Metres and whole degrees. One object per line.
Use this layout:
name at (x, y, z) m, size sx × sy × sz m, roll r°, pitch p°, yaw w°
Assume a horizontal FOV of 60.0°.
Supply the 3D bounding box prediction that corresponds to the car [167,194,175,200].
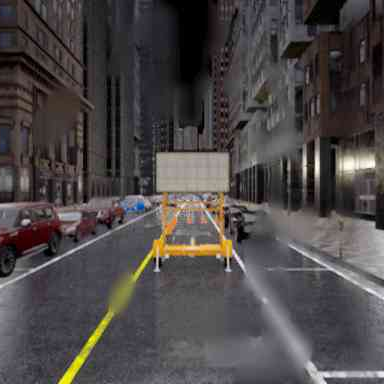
car at (-5.542, 1.325, 88.528) m, size 1.752 × 1.417 × 4.829 m, roll 0°, pitch 0°, yaw 0°

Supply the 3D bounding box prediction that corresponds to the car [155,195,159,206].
car at (-5.639, 1.317, 49.486) m, size 1.967 × 1.590 × 4.097 m, roll 0°, pitch 0°, yaw 0°

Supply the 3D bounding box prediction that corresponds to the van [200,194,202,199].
van at (2.915, 1.195, 60.683) m, size 1.690 × 1.788 × 3.998 m, roll 0°, pitch 0°, yaw 0°

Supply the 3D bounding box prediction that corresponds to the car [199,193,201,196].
car at (2.942, 1.413, 71.888) m, size 1.802 × 1.307 × 4.206 m, roll 0°, pitch 0°, yaw 0°

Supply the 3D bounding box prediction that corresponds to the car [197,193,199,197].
car at (2.998, 1.333, 94.296) m, size 1.887 × 1.381 × 4.507 m, roll 0°, pitch 0°, yaw 0°

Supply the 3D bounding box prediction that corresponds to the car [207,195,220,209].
car at (2.845, 1.354, 32.674) m, size 1.967 × 1.590 × 4.097 m, roll 0°, pitch 0°, yaw 0°

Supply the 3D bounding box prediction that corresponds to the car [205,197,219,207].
car at (2.886, 1.459, 49.480) m, size 1.802 × 1.307 × 4.206 m, roll 0°, pitch 0°, yaw 0°

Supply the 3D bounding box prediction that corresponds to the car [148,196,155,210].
car at (-5.667, 1.427, 38.112) m, size 1.752 × 1.417 × 4.829 m, roll 0°, pitch 0°, yaw 0°

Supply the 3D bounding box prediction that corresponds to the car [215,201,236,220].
car at (2.817, 1.507, 21.470) m, size 1.947 × 1.339 × 4.313 m, roll 0°, pitch 0°, yaw 0°

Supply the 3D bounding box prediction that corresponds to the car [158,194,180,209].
car at (-2.973, 1.394, 44.135) m, size 1.837 × 1.490 × 4.892 m, roll 0°, pitch 0°, yaw 0°

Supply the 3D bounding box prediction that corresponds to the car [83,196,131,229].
car at (-5.707, 1.256, 21.477) m, size 2.192 × 1.841 × 5.009 m, roll 0°, pitch 0°, yaw 0°

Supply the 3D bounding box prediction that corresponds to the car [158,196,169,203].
car at (-5.597, 1.424, 66.291) m, size 1.802 × 1.307 × 4.206 m, roll 0°, pitch 0°, yaw 0°

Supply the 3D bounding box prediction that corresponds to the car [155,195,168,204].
car at (-5.611, 1.294, 60.689) m, size 1.967 × 1.590 × 4.097 m, roll 0°, pitch 0°, yaw 0°

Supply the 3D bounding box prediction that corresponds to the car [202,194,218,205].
car at (2.873, 1.204, 43.877) m, size 2.192 × 1.841 × 5.009 m, roll 0°, pitch 0°, yaw 0°

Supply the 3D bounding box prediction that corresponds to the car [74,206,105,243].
car at (-5.722, 1.538, 15.876) m, size 1.802 × 1.307 × 4.206 m, roll 0°, pitch 0°, yaw 0°

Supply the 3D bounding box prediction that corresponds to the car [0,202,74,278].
car at (-5.735, 1.286, 10.274) m, size 2.192 × 1.841 × 5.009 m, roll 0°, pitch 0°, yaw 0°

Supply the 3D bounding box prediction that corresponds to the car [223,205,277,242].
car at (2.803, 1.522, 15.868) m, size 1.947 × 1.339 × 4.313 m, roll 0°, pitch 0°, yaw 0°

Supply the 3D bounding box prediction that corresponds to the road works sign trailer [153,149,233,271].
road works sign trailer at (0.025, 0.434, 10.722) m, size 2.380 × 3.560 × 2.880 m, roll 0°, pitch 0°, yaw 0°

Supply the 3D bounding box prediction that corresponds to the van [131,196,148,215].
van at (-5.680, 1.255, 32.680) m, size 1.690 × 1.788 × 3.998 m, roll 0°, pitch 0°, yaw 0°

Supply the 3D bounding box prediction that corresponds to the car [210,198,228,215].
car at (2.831, 1.478, 27.071) m, size 2.008 × 1.369 × 4.403 m, roll 0°, pitch 0°, yaw 0°
